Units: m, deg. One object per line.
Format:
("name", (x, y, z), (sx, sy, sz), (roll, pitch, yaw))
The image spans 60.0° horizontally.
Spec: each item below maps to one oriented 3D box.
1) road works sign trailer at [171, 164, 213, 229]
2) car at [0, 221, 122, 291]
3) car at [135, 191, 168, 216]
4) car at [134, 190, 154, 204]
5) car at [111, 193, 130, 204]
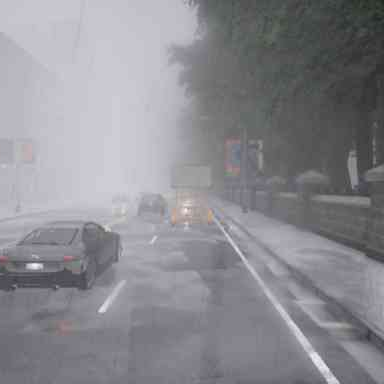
("road works sign trailer", (-0.011, 0.169, 19.362), (2.380, 3.560, 2.880), (0, 1, 0))
("car", (-3.155, 1.430, 8.685), (1.994, 1.385, 4.181), (0, 1, 0))
("car", (-3.165, 0.931, 27.648), (2.097, 1.767, 4.553), (0, 1, 0))
("car", (-6.592, 0.651, 46.111), (2.097, 1.767, 4.553), (0, 1, 0))
("car", (-9.837, 0.824, 46.147), (1.812, 1.442, 4.674), (0, 1, 0))
